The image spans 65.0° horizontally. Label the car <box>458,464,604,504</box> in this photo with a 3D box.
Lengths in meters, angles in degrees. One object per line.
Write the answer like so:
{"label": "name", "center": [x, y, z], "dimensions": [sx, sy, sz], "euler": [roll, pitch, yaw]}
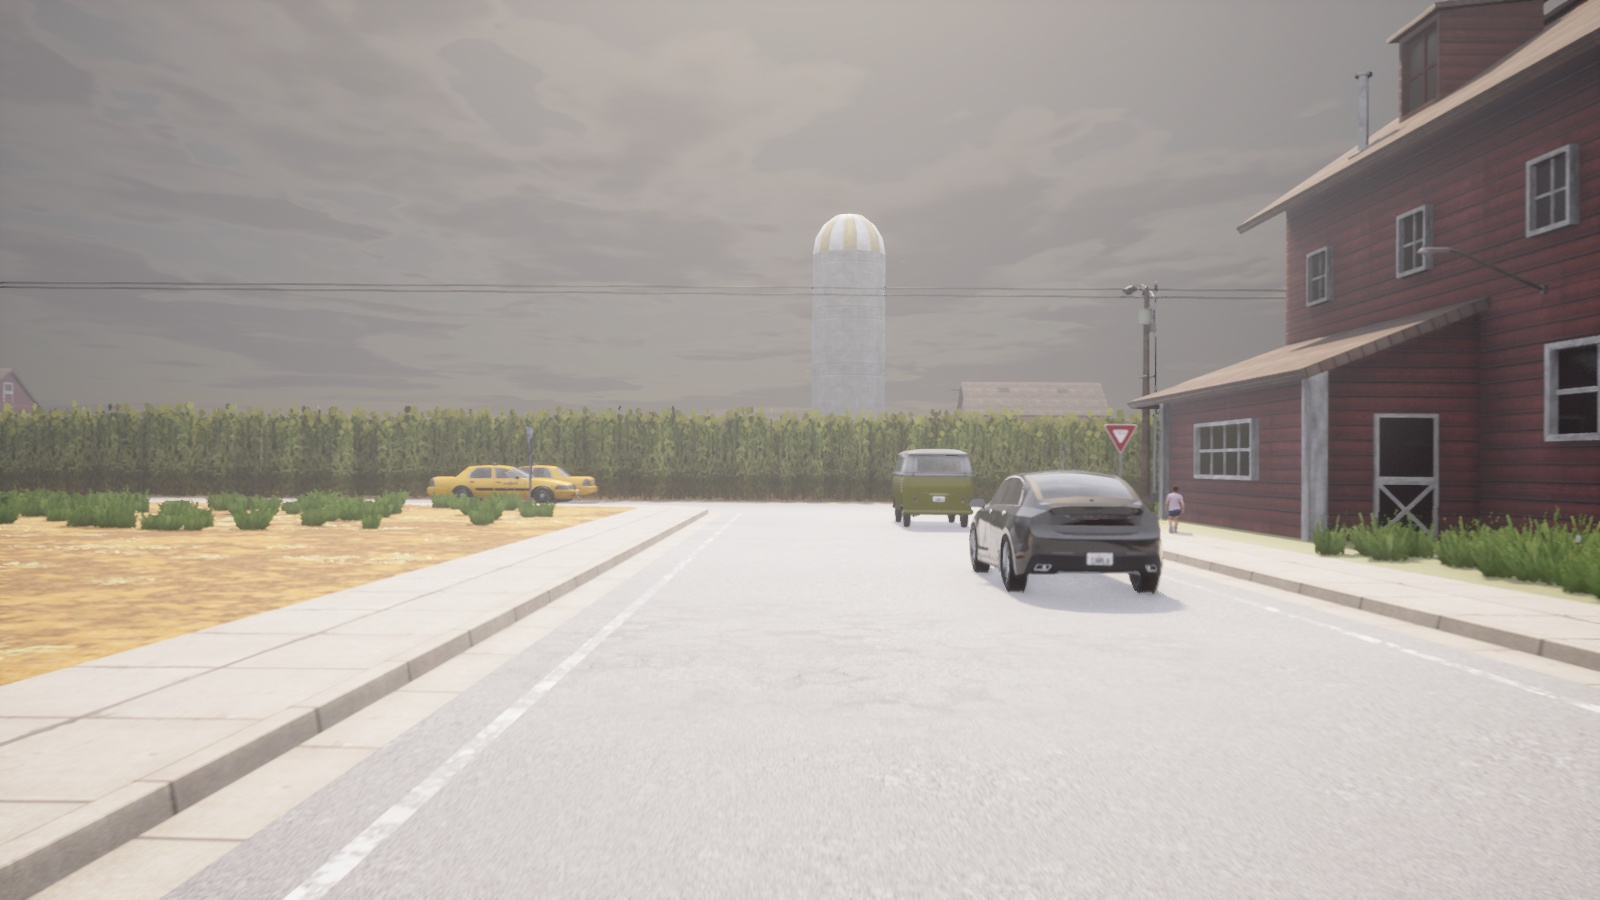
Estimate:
{"label": "car", "center": [-10.578, 1.331, 49.556], "dimensions": [5.366, 1.575, 1.801], "euler": [0, -1, 1]}

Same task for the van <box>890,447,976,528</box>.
{"label": "van", "center": [3.416, 0.935, 32.967], "dimensions": [1.775, 1.987, 4.442], "euler": [0, -1, 0]}

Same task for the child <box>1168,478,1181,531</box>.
{"label": "child", "center": [7.977, 1.156, 26.748], "dimensions": [0.255, 1.110, 0.394], "euler": [0, -1, 14]}

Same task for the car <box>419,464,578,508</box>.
{"label": "car", "center": [-11.002, 1.292, 46.062], "dimensions": [5.366, 1.575, 1.801], "euler": [0, -1, 1]}

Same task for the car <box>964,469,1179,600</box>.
{"label": "car", "center": [3.458, 1.009, 16.962], "dimensions": [1.837, 1.490, 4.892], "euler": [0, -1, 0]}
